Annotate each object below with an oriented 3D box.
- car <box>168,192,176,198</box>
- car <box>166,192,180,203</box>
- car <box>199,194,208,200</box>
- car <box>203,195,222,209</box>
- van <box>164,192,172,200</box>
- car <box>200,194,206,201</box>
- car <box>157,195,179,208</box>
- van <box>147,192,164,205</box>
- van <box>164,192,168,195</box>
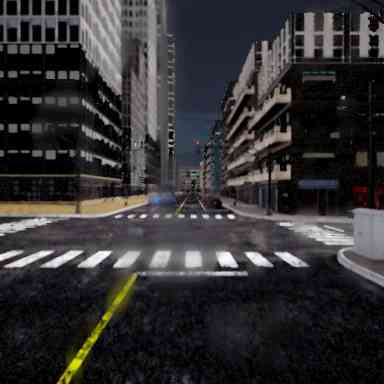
[{"bbox_3d":[-5.710,0.791,95.465,2.192,1.841,5.009,0,0,0],"label":"car"},{"bbox_3d":[-3.043,1.216,59.107,2.033,1.411,5.357,0,0,1],"label":"car"},{"bbox_3d":[2.674,1.110,78.504,1.887,1.381,4.507,0,0,0],"label":"car"},{"bbox_3d":[2.682,1.338,40.267,1.947,1.339,4.313,0,0,0],"label":"car"},{"bbox_3d":[-5.707,0.906,78.501,1.690,1.788,3.998,0,0,0],"label":"van"},{"bbox_3d":[2.679,1.262,50.234,1.887,1.381,4.507,0,0,0],"label":"car"},{"bbox_3d":[-3.085,1.356,43.333,1.895,1.301,4.718,0,0,0],"label":"car"},{"bbox_3d":[-5.702,1.058,50.230,1.690,1.788,3.998,0,0,0],"label":"van"},{"bbox_3d":[-5.706,0.936,72.847,1.690,1.788,3.998,0,0,0],"label":"van"}]
